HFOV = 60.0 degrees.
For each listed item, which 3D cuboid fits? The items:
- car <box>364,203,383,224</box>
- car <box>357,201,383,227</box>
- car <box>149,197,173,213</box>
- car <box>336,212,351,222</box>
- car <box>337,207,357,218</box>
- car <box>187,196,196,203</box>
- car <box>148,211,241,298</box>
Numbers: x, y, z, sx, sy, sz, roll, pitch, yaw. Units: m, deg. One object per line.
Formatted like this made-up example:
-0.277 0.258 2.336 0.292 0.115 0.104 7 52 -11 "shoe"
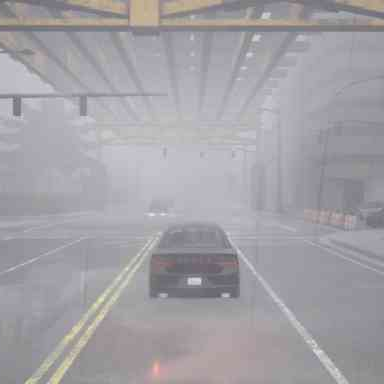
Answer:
13.260 1.295 20.870 4.536 1.218 1.853 0 0 -20 "car"
13.212 1.453 20.852 4.974 1.542 2.038 0 0 -20 "car"
-3.694 1.547 38.079 2.033 1.411 5.357 0 0 0 "car"
13.528 1.453 25.011 4.974 1.542 2.038 0 0 25 "car"
13.575 1.295 24.990 4.536 1.218 1.853 0 0 25 "car"
-0.063 1.491 66.351 2.128 1.511 4.902 0 0 0 "car"
0.052 1.478 8.544 1.882 1.535 5.008 0 0 0 "car"
